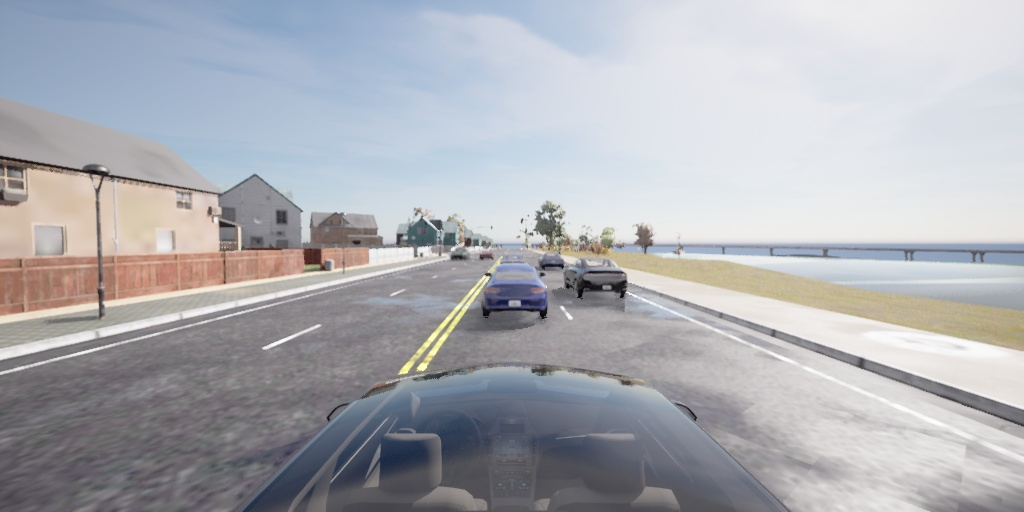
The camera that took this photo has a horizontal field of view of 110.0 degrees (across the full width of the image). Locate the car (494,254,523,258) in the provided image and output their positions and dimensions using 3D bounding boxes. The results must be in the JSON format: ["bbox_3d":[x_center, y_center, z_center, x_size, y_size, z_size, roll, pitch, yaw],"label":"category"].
[{"bbox_3d":[0.070,0.530,25.366,2.033,1.411,5.357,0,2,0],"label":"car"}]

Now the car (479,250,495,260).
[{"bbox_3d":[-3.314,-0.124,47.624,1.895,1.301,4.718,0,2,0],"label":"car"}]

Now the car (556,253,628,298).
[{"bbox_3d":[3.338,0.809,14.979,2.128,1.511,4.902,0,2,0],"label":"car"}]

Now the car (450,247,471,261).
[{"bbox_3d":[-6.569,-0.317,45.823,2.097,1.767,4.553,0,2,0],"label":"car"}]

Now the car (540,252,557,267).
[{"bbox_3d":[3.346,0.369,30.912,1.994,1.385,4.181,0,2,0],"label":"car"}]

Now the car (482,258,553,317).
[{"bbox_3d":[0.096,0.959,11.380,1.812,1.442,4.674,0,2,1],"label":"car"}]
